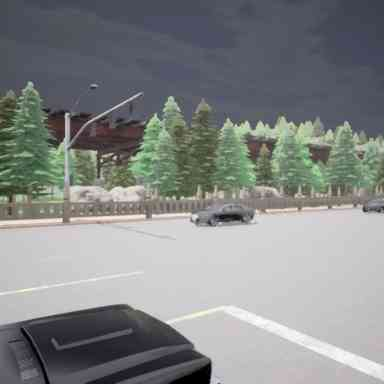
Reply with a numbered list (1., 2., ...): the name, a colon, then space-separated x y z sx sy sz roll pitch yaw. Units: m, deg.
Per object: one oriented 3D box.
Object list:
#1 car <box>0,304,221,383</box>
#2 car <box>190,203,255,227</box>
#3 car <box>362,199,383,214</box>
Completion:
1. car: -2.077 1.601 2.284 4.718 1.301 1.895 0 0 -35
2. car: 2.125 1.488 22.703 4.902 1.511 2.128 0 0 -36
3. car: 20.036 1.496 35.478 4.892 1.490 1.837 0 0 -35
